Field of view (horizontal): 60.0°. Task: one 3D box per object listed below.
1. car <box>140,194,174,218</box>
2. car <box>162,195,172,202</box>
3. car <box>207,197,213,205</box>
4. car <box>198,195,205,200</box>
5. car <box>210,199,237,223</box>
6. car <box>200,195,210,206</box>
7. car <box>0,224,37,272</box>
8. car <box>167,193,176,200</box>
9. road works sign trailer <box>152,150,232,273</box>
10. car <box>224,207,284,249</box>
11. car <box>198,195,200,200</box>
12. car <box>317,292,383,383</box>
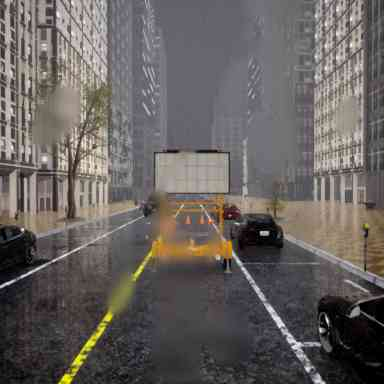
[{"bbox_3d":[-3.106,1.211,30.817,2.150,2.045,5.566,0,0,0],"label":"car"},{"bbox_3d":[-5.714,1.487,76.259,1.752,1.417,4.829,-1,0,0],"label":"car"},{"bbox_3d":[2.677,1.514,31.477,1.752,1.417,4.829,-1,0,0],"label":"car"},{"bbox_3d":[2.663,1.498,93.378,2.008,1.369,4.403,-1,0,0],"label":"car"},{"bbox_3d":[2.678,1.536,25.665,1.887,1.381,4.507,-1,0,0],"label":"car"},{"bbox_3d":[2.672,1.522,53.879,1.887,1.381,4.507,-1,0,0],"label":"car"},{"bbox_3d":[-5.699,1.564,8.732,1.947,1.339,4.313,-1,0,0],"label":"car"},{"bbox_3d":[-5.721,1.262,93.353,2.192,1.841,5.009,-1,0,0],"label":"car"},{"bbox_3d":[0.001,0.462,10.643,2.380,3.560,2.880,0,0,0],"label":"road works sign trailer"},{"bbox_3d":[2.681,1.562,14.379,1.947,1.339,4.313,-1,0,0],"label":"car"},{"bbox_3d":[2.667,1.513,76.449,2.008,1.369,4.403,-1,0,0],"label":"car"},{"bbox_3d":[2.684,1.565,3.093,1.947,1.339,4.313,-1,0,0],"label":"car"}]
